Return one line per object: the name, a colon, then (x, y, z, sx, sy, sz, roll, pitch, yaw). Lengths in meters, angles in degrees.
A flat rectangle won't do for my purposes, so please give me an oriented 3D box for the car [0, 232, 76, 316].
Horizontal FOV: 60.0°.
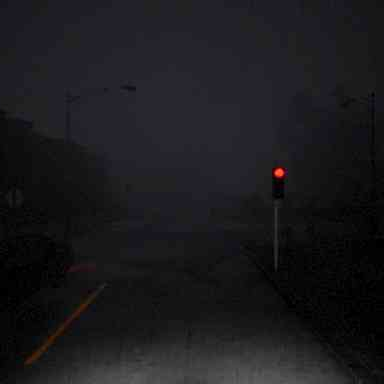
car: (-4.034, 1.559, 6.602, 2.033, 1.411, 5.357, 0, 0, 1)
